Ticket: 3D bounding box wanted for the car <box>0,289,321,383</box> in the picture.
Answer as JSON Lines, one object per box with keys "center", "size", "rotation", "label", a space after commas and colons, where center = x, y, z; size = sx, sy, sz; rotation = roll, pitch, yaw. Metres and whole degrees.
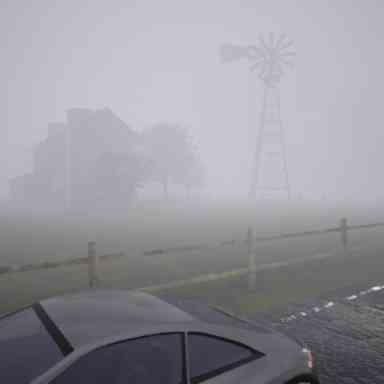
{"center": [-0.915, 1.563, 2.405], "size": [4.181, 1.385, 1.994], "rotation": [0, 0, -35], "label": "car"}
